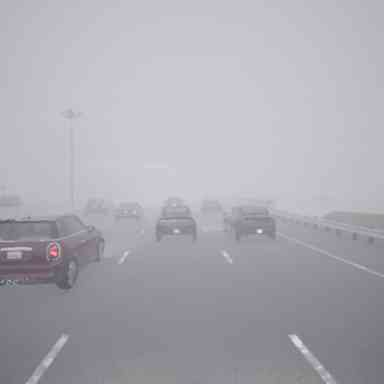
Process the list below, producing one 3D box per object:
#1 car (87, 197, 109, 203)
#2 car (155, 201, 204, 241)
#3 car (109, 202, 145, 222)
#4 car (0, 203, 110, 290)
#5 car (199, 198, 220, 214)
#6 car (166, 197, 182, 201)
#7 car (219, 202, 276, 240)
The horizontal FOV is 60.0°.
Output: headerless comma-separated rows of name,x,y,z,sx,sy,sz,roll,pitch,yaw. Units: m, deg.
car,-8.673,1.355,31.393,2.097,1.767,4.553,-1,0,-3
car,-0.796,1.434,16.484,2.128,1.511,4.902,-1,0,-3
car,-4.886,1.512,26.389,2.033,1.411,5.357,-1,0,-3
car,-3.905,1.373,9.267,2.097,1.767,4.553,-1,0,-3
car,1.797,1.326,32.236,2.128,1.511,4.902,-1,0,-3
car,-1.685,1.243,31.794,2.097,1.767,4.553,-1,0,-3
car,2.712,1.392,16.442,1.837,1.490,4.892,-1,0,-3
